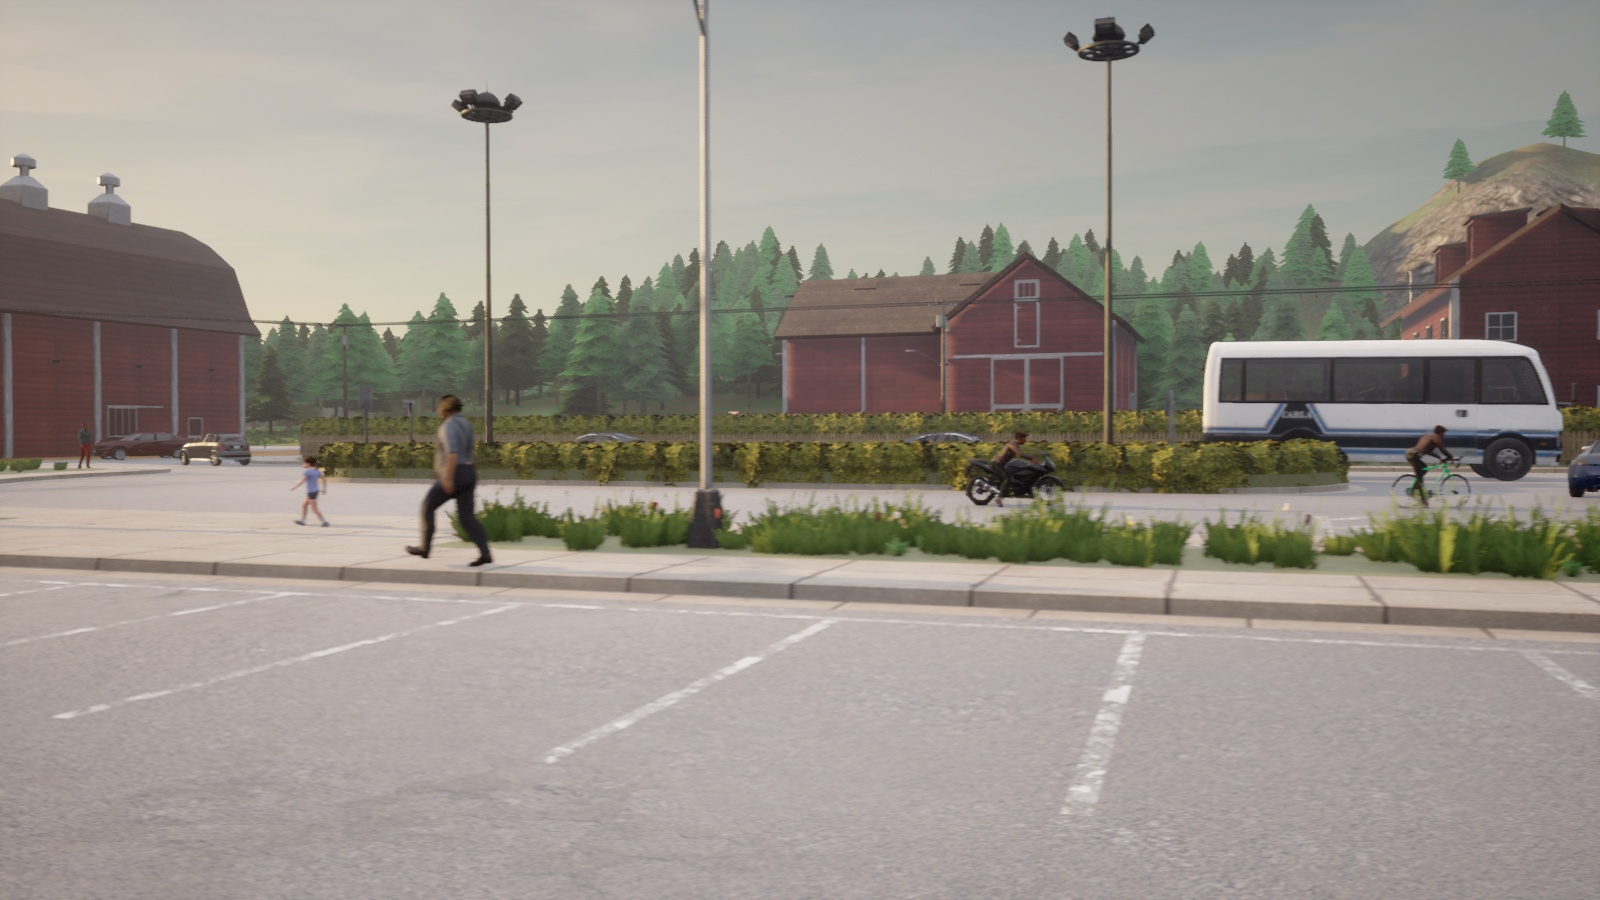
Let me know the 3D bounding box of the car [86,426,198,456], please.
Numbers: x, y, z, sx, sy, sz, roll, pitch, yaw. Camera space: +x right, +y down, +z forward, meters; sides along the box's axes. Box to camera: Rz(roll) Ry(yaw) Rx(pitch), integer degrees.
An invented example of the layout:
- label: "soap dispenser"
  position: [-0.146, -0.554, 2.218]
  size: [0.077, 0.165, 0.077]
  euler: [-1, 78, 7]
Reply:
- label: "car"
  position: [-35.493, -0.512, 67.818]
  size: [1.882, 1.535, 5.008]
  euler: [1, 1, 40]

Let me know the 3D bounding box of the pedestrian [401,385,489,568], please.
- label: "pedestrian"
  position: [-3.684, 0.259, 13.055]
  size: [0.694, 1.848, 0.540]
  euler: [1, 1, 20]

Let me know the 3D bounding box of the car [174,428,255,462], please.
- label: "car"
  position: [-27.599, -0.250, 59.180]
  size: [3.705, 1.549, 1.789]
  euler: [1, 1, 34]

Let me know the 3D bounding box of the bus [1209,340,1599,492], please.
- label: "bus"
  position: [18.134, -1.103, 38.755]
  size: [10.273, 4.253, 3.944]
  euler: [1, 1, 19]

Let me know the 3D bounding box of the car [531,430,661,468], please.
- label: "car"
  position: [-8.405, -0.078, 51.781]
  size: [4.902, 1.511, 2.128]
  euler: [1, 1, 19]

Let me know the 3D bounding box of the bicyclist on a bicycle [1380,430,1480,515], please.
- label: "bicyclist on a bicycle"
  position: [12.179, 0.436, 24.306]
  size: [1.656, 1.620, 0.582]
  euler: [0, 1, -6]

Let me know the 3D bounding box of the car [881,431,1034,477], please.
- label: "car"
  position: [5.437, 0.111, 43.223]
  size: [4.902, 1.511, 2.128]
  euler: [0, 1, 19]

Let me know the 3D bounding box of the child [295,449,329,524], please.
- label: "child"
  position: [-7.301, 0.542, 18.803]
  size: [0.394, 1.110, 0.255]
  euler: [0, 1, 6]

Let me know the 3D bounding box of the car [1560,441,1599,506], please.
- label: "car"
  position: [18.794, 0.504, 28.545]
  size: [1.994, 1.385, 4.181]
  euler: [1, 1, 39]

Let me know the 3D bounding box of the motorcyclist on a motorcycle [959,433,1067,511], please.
- label: "motorcyclist on a motorcycle"
  position: [4.302, 0.419, 25.337]
  size: [2.044, 1.523, 0.797]
  euler: [1, 1, 19]

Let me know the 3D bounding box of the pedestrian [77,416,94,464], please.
- label: "pedestrian"
  position: [-27.705, -0.402, 48.684]
  size: [0.614, 1.847, 0.353]
  euler: [1, 1, 35]
